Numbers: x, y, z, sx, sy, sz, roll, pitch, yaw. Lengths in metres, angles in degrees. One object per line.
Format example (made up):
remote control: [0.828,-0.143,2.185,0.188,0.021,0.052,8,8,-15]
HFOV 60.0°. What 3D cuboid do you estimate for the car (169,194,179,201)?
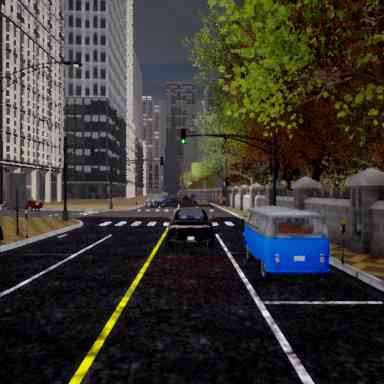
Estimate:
car: [-4.379,1.547,78.673,1.895,1.301,4.718,0,0,-2]

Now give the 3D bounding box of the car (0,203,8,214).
car: [-18.293,1.396,27.955,4.206,1.307,1.802,1,0,3]

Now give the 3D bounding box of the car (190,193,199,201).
car: [0.602,1.264,86.532,2.192,1.841,5.009,0,0,-3]

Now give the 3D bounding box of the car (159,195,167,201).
car: [-7.414,1.494,86.146,1.887,1.381,4.507,0,0,-3]

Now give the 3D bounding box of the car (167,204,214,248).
car: [-0.058,1.493,14.688,2.128,1.511,4.902,0,0,0]

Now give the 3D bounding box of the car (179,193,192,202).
car: [-1.456,1.371,74.425,1.812,1.442,4.674,0,0,-2]

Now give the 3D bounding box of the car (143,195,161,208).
car: [-5.911,1.534,47.347,2.008,1.369,4.403,0,0,-1]

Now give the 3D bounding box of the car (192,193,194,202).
car: [1.063,1.486,75.614,1.752,1.417,4.829,0,0,-2]

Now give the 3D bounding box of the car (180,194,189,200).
car: [-2.040,1.319,88.174,2.033,1.411,5.357,0,0,-3]

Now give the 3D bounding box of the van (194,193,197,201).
van: [1.653,1.317,58.821,1.690,1.788,3.998,0,0,-2]

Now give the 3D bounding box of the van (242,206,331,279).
van: [2.537,1.339,9.735,1.690,1.788,3.998,0,0,0]

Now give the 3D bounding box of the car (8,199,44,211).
car: [-18.281,1.374,36.068,4.206,1.307,1.802,1,0,3]

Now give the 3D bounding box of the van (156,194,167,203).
van: [-6.736,1.308,69.517,1.690,1.788,3.998,0,0,-2]

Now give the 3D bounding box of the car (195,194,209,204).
car: [1.811,1.505,53.449,1.752,1.417,4.829,0,0,-2]

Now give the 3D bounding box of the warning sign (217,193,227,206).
warning sign: [4.332,1.098,48.214,1.300,1.860,1.060,0,0,-1]

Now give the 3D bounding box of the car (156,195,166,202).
car: [-6.946,1.506,75.059,1.887,1.381,4.507,0,0,-2]
